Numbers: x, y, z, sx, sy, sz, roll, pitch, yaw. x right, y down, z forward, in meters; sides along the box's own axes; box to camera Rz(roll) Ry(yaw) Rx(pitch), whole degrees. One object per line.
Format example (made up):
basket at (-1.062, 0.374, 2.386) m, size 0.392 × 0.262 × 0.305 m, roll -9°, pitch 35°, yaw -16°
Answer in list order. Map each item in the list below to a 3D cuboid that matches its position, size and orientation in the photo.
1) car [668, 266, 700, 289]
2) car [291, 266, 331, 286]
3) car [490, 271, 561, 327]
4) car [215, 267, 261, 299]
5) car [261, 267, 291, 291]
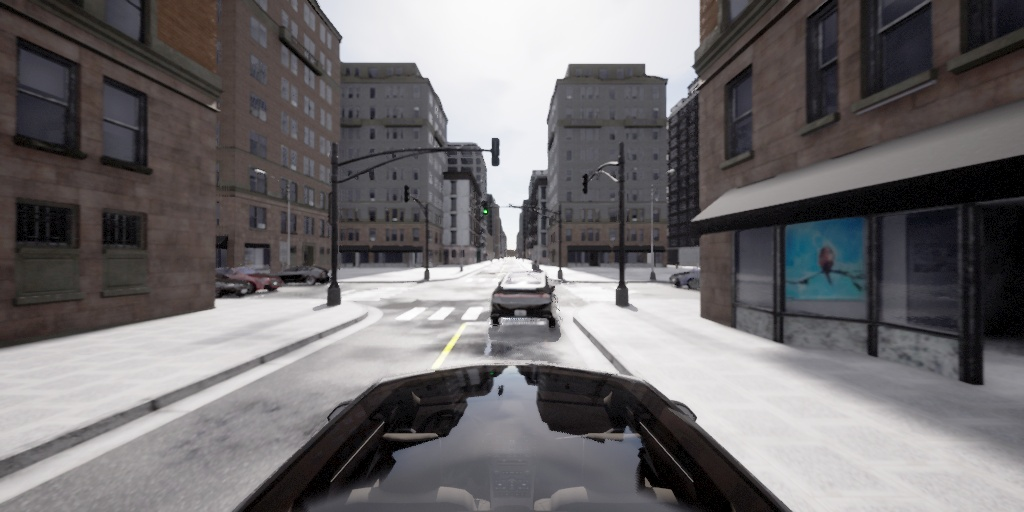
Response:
car at (12.045, 1.311, 22.314) m, size 4.181 × 1.385 × 1.994 m, roll 0°, pitch 0°, yaw 0°
car at (-14.754, 1.325, 24.891) m, size 4.313 × 1.339 × 1.948 m, roll 0°, pitch 0°, yaw 0°
car at (0.522, 1.237, 11.542) m, size 2.128 × 1.511 × 4.902 m, roll 0°, pitch 0°, yaw 7°
car at (-14.763, 1.286, 16.864) m, size 4.313 × 1.339 × 1.948 m, roll 0°, pitch 0°, yaw 0°
car at (-14.798, 1.296, 19.408) m, size 4.181 × 1.385 × 1.994 m, roll 0°, pitch 0°, yaw 0°
